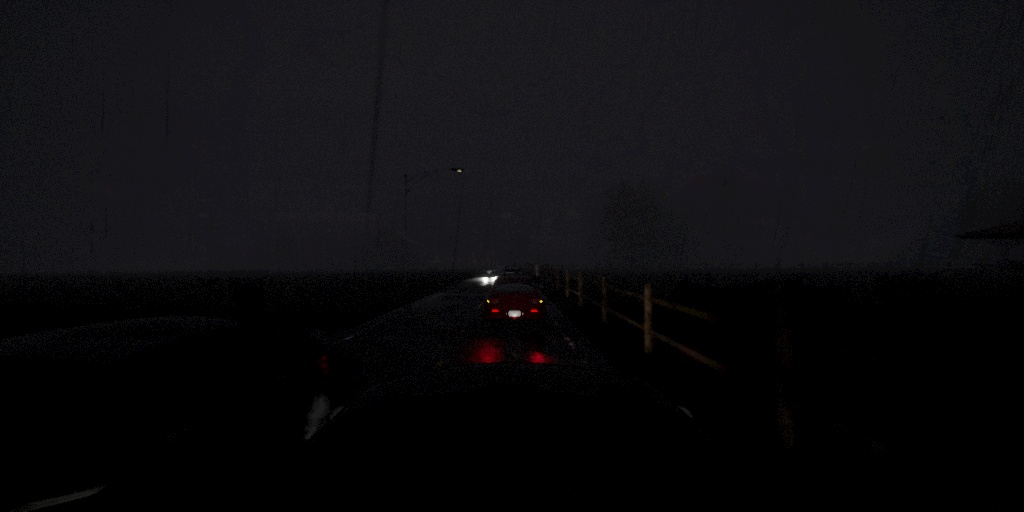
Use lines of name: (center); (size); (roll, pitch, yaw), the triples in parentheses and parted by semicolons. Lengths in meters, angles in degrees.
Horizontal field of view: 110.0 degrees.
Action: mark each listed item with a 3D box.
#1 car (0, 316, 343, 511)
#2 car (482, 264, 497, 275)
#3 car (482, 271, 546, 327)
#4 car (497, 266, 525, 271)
car: (-2.851, 1.260, 2.222); (1.837, 1.490, 4.892); (0, -1, 0)
car: (-2.740, 1.781, 45.599); (2.128, 1.511, 4.902); (0, -1, 0)
car: (0.083, 1.379, 11.821); (1.812, 1.442, 4.674); (0, 0, 0)
car: (0.099, 1.558, 30.719); (2.128, 1.511, 4.902); (0, -1, 0)
